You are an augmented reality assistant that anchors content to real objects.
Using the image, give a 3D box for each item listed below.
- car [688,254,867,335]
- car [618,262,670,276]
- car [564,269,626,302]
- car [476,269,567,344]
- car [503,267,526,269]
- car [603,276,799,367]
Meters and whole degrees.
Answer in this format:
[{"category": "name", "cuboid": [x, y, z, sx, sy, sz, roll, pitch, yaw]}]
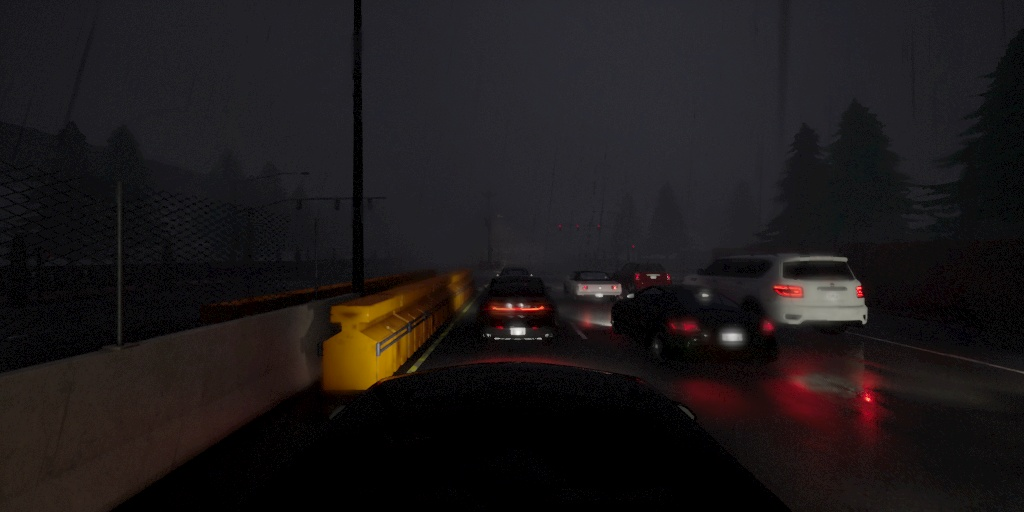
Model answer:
[{"category": "car", "cuboid": [7.124, 0.971, 10.641, 2.150, 2.045, 5.566, 0, 0, 0]}, {"category": "car", "cuboid": [7.147, 1.101, 20.227, 2.097, 1.767, 4.553, 0, 0, 0]}, {"category": "car", "cuboid": [3.639, 1.350, 17.123, 1.895, 1.301, 4.718, 0, 0, 0]}, {"category": "car", "cuboid": [0.120, 1.255, 9.570, 1.837, 1.490, 4.892, 0, 0, 0]}, {"category": "car", "cuboid": [0.141, 1.297, 19.088, 2.033, 1.411, 5.357, 0, 0, 0]}, {"category": "car", "cuboid": [3.624, 1.314, 7.941, 1.994, 1.385, 4.181, 0, 0, -1]}]
